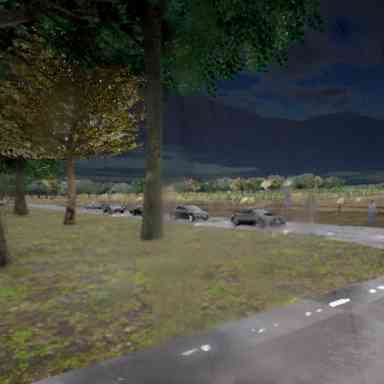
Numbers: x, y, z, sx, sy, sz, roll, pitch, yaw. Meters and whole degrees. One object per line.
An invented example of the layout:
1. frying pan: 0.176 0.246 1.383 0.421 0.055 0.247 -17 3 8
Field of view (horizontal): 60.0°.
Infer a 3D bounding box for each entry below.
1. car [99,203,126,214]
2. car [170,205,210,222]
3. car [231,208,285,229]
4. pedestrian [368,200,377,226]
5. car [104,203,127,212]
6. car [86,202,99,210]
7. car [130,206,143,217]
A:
1. car: -11.235 2.403 47.340 1.994 1.385 4.181 -1 0 -35
2. car: -0.260 2.008 31.695 1.837 1.490 4.892 -1 0 -35
3. car: 4.776 1.907 24.553 1.994 1.385 4.181 -1 0 -35
4. pedestrian: 12.757 1.456 23.587 0.375 1.860 0.375 -3 1 -35
5. car: -12.514 2.497 54.205 1.895 1.301 4.718 -1 0 -35
6. car: -18.373 2.633 62.515 1.994 1.385 4.181 -1 0 -36
7. car: -5.557 2.268 39.223 1.895 1.301 4.718 -1 0 -35
